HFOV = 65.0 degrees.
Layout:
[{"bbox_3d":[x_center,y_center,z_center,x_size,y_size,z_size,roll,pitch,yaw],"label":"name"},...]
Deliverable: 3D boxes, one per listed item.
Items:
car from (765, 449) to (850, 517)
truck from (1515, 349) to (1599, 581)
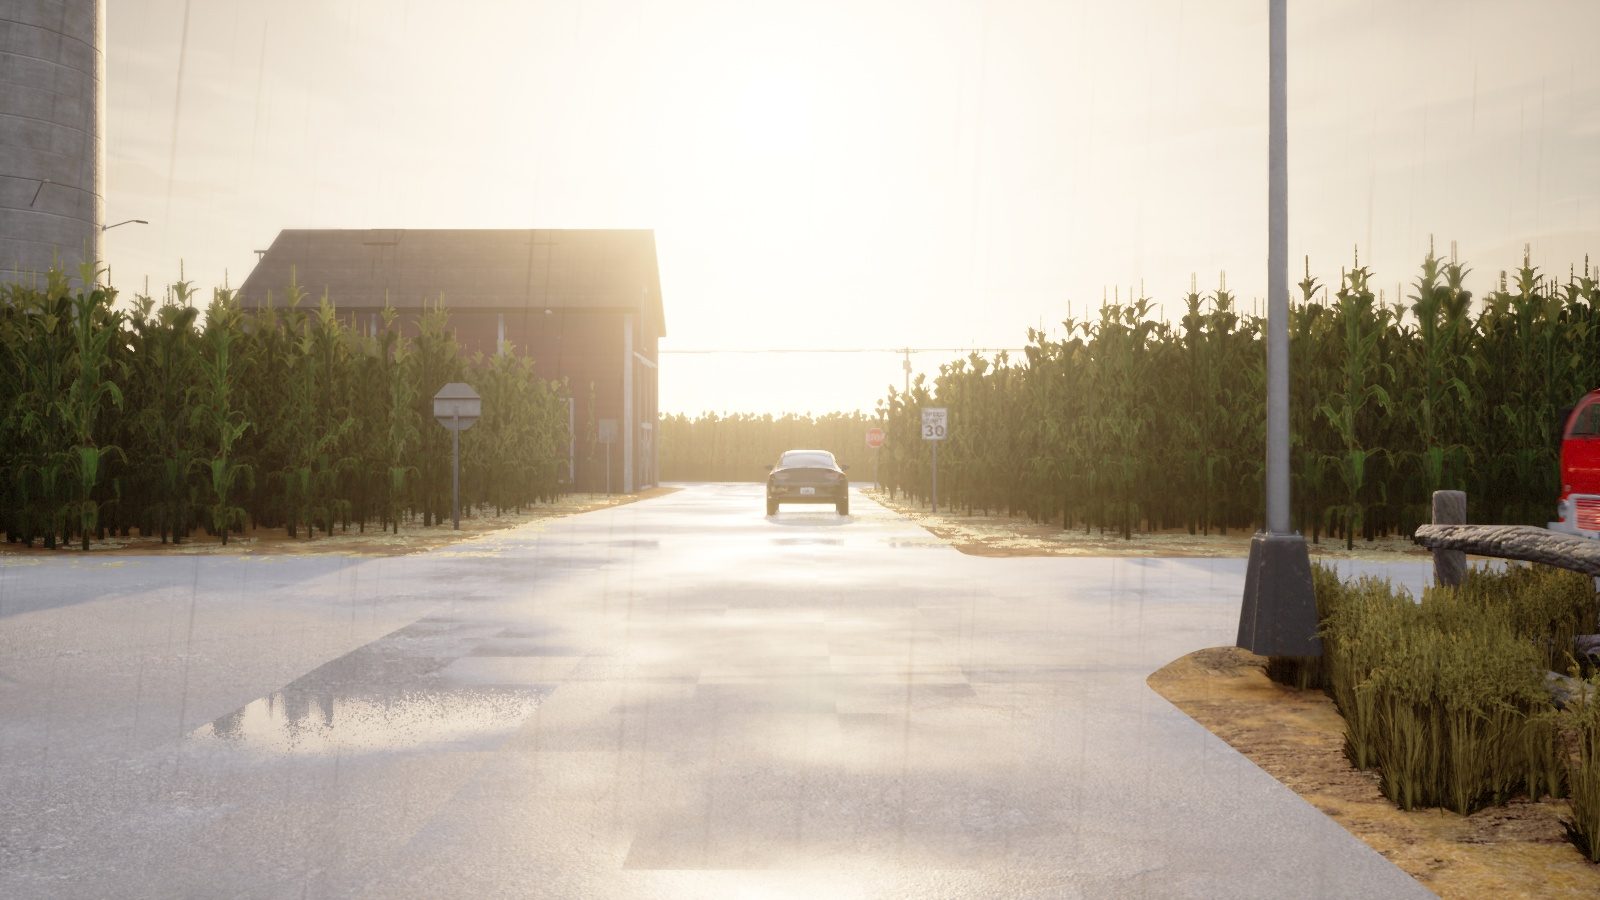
[{"bbox_3d":[0.171,0.737,29.230,1.812,1.442,4.674,0,-1,0],"label":"car"},{"bbox_3d":[11.108,0.183,13.596,5.204,2.467,2.627,1,0,1],"label":"truck"}]
